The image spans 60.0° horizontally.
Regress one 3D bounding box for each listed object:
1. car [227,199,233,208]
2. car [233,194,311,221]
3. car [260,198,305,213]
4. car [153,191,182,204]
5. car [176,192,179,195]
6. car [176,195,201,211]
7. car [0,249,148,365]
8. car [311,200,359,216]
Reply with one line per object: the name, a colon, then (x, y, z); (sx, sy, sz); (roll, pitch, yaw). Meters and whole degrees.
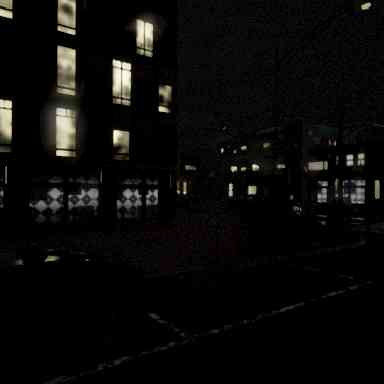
car: (5.966, 1.129, 38.703); (1.967, 1.590, 4.097); (1, 0, -36)
car: (5.802, 1.100, 24.801); (2.192, 1.841, 5.009); (1, 0, -36)
car: (9.254, 1.340, 34.236); (1.802, 1.307, 4.206); (1, 0, -36)
car: (-3.898, 0.793, 52.097); (2.192, 1.841, 5.009); (1, 0, -36)
car: (-0.614, 1.100, 47.633); (2.008, 1.369, 4.403); (1, 0, -36)
car: (-0.783, 1.230, 33.732); (1.802, 1.307, 4.206); (1, 0, -36)
car: (-2.695, 1.566, 4.633); (4.313, 1.339, 1.947); (0, 0, -36)
car: (12.543, 1.371, 29.771); (1.887, 1.381, 4.507); (1, 0, -36)
